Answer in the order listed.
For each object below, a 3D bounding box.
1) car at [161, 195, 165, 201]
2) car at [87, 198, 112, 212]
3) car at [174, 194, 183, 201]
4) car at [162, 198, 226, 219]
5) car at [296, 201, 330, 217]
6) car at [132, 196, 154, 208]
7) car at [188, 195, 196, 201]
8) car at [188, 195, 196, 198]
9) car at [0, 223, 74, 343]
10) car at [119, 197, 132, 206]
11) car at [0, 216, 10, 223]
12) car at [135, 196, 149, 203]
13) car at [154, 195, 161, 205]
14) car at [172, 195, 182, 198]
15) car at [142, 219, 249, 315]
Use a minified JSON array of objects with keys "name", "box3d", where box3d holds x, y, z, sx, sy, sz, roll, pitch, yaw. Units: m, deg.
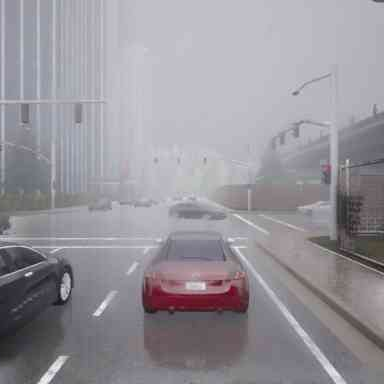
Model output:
[{"name":"car","box3d":[-6.981,1.518,73.802,2.128,1.511,4.902,0,0,0]},{"name":"car","box3d":[-10.590,1.514,38.523,1.837,1.490,4.892,0,0,0]},{"name":"car","box3d":[-3.478,1.386,84.663,2.128,1.511,4.902,0,0,0]},{"name":"car","box3d":[0.353,1.529,26.276,4.892,1.490,1.837,0,2,32]},{"name":"car","box3d":[12.375,1.581,31.745,4.674,1.442,1.812,0,0,-3]},{"name":"car","box3d":[-7.067,1.526,48.065,1.812,1.442,4.674,0,0,0]},{"name":"car","box3d":[0.022,1.478,85.191,1.882,1.535,5.008,0,0,0]},{"name":"car","box3d":[0.027,1.478,74.784,1.882,1.535,5.008,0,0,0]},{"name":"car","box3d":[-3.440,1.505,5.192,1.837,1.490,4.892,0,0,0]},{"name":"car","box3d":[-10.576,1.547,54.470,2.033,1.411,5.357,0,0,0]},{"name":"car","box3d":[-10.597,1.557,15.492,2.033,1.411,5.357,0,0,0]},{"name":"car","box3d":[-10.482,1.525,69.880,2.128,1.511,4.902,0,0,0]},{"name":"car","box3d":[-7.062,1.601,58.682,1.895,1.301,4.718,0,0,0]},{"name":"car","box3d":[-3.481,1.495,74.239,1.837,1.490,4.892,0,0,0]},{"name":"car","box3d":[0.074,1.564,7.647,1.994,1.385,4.181,0,0,0]}]
